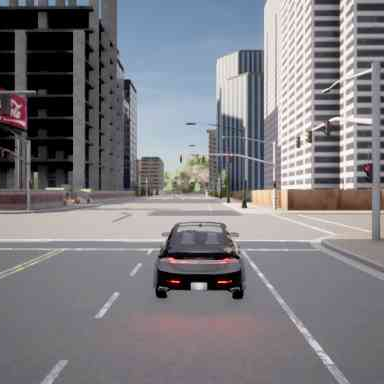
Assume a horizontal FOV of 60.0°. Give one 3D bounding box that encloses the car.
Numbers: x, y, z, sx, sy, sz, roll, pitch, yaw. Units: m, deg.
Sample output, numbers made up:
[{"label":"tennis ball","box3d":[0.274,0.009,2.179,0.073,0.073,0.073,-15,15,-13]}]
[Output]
[{"label":"car","box3d":[0.207,1.492,8.440,2.128,1.511,4.902,0,0,2]}]
